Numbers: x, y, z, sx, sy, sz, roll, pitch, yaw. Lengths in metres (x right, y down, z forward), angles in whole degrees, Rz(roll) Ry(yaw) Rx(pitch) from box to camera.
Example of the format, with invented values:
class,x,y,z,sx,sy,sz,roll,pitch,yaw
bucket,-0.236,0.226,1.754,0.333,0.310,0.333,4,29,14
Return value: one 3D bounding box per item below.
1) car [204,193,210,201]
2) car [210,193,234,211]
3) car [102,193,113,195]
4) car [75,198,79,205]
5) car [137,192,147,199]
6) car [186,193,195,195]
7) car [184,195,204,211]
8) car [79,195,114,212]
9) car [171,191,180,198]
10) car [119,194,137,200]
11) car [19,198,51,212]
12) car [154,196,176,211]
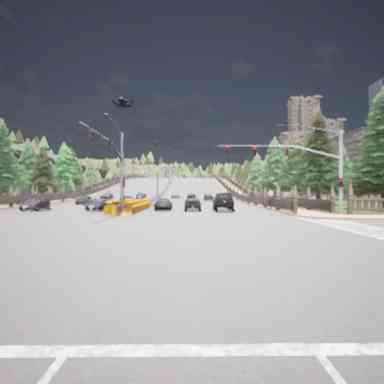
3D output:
class,x,y,z,sx,sy,sz,roll,pitch,yaw
car,3.386,0.944,68.030,1.812,1.442,4.674,0,4,0
car,3.595,1.152,38.825,2.150,2.045,5.566,0,0,0
car,-17.622,0.841,69.297,1.994,1.385,4.181,0,3,0
car,-17.602,1.400,54.358,1.837,1.490,4.892,0,0,0
car,-10.622,0.808,69.399,2.128,1.511,4.902,0,3,0
car,-0.113,0.884,68.176,1.882,1.535,5.008,0,4,0
car,0.095,1.434,39.748,1.837,1.490,4.892,0,0,0
car,-10.600,1.425,37.481,2.128,1.511,4.902,0,0,0
car,-3.653,0.485,74.974,1.895,1.301,4.718,0,6,0
car,-10.605,1.404,54.039,1.837,1.490,4.892,0,0,0
car,-17.599,1.425,37.468,2.128,1.511,4.902,0,0,0
car,-3.405,1.492,40.299,1.994,1.385,4.181,0,0,0
